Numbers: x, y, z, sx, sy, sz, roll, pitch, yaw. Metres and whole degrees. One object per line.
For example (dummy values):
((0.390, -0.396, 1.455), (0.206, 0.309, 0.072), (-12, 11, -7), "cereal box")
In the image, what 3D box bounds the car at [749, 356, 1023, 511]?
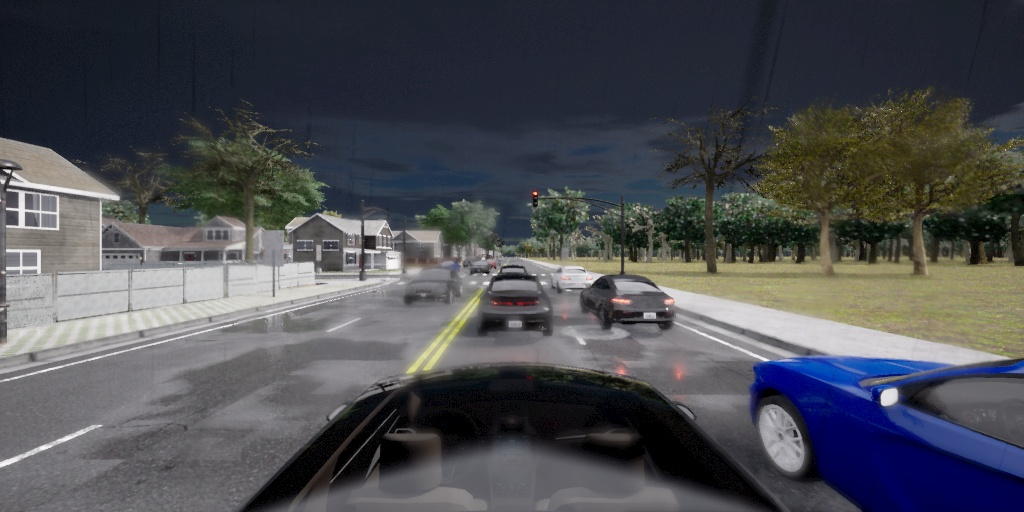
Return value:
((3.350, 1.228, 1.649), (1.882, 1.535, 5.008), (0, 0, 0), "car")

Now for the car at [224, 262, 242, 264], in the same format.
((-26.122, 1.296, 33.720), (4.892, 1.490, 1.837), (0, 0, 1), "car")

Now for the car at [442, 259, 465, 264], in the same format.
((-7.004, 1.271, 40.304), (1.812, 1.442, 4.674), (0, 0, 6), "car")

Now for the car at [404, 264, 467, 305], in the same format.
((-3.341, 1.256, 15.945), (1.837, 1.490, 4.892), (0, 0, 0), "car")

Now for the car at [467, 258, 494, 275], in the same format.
((-3.324, 1.224, 38.484), (1.882, 1.535, 5.008), (0, 0, 0), "car")

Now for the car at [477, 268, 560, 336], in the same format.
((0.088, 1.255, 10.326), (1.837, 1.490, 4.892), (0, 0, 0), "car")

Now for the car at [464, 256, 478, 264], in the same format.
((-6.536, 0.952, 58.537), (2.150, 2.045, 5.566), (0, 0, 1), "car")

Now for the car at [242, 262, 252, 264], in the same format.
((-19.724, 1.273, 30.783), (4.902, 1.511, 2.128), (0, 0, 0), "car")

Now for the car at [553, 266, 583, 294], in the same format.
((3.322, 1.276, 20.069), (1.812, 1.442, 4.674), (0, 0, 0), "car")

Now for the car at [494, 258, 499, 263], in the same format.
((-3.305, 1.212, 53.856), (1.882, 1.535, 5.008), (0, 0, 0), "car")

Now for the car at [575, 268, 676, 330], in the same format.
((3.339, 1.276, 10.964), (1.812, 1.442, 4.674), (0, 0, 0), "car")

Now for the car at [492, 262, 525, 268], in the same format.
((0.069, 1.255, 19.742), (1.837, 1.490, 4.892), (0, 0, 0), "car")
